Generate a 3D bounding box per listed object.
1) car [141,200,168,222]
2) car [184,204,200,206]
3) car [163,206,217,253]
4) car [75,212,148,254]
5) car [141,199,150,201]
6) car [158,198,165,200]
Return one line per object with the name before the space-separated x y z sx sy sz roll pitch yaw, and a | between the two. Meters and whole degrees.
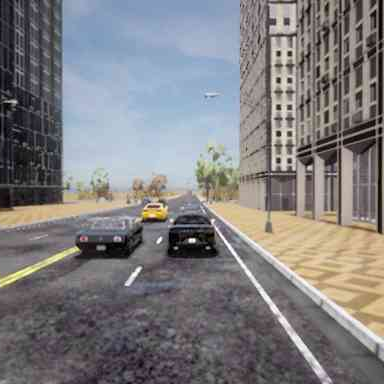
car | -3.232 1.744 29.487 1.882 1.535 5.008 0 0 0
car | 0.017 1.758 29.295 2.128 1.511 4.902 0 0 0
car | 0.012 1.612 14.476 1.882 1.535 5.008 0 0 0
car | -3.242 1.731 14.104 1.895 1.301 4.718 0 0 0
car | -9.719 2.127 70.994 1.812 1.442 4.674 0 0 0
car | -6.469 2.103 70.992 1.837 1.490 4.892 0 0 0
